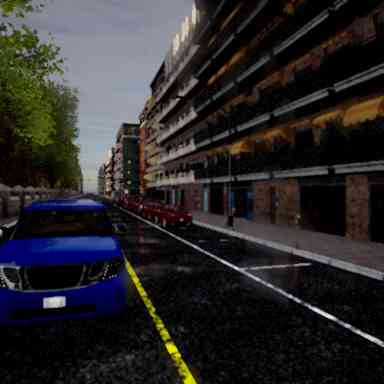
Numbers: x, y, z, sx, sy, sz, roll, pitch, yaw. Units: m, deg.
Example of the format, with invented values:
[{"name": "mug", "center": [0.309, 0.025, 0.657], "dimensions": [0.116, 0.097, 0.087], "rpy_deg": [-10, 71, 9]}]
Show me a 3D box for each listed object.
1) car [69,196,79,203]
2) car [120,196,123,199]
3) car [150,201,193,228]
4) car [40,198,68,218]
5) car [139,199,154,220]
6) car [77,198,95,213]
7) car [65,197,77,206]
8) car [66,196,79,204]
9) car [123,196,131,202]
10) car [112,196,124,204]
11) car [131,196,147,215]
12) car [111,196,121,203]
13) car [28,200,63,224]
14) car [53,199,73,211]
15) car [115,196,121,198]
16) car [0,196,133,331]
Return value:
[{"name": "car", "center": [-24.137, 1.547, 68.055], "dimensions": [1.752, 1.417, 4.829], "rpy_deg": [0, 0, -17]}, {"name": "car", "center": [-7.901, 1.441, 43.774], "dimensions": [1.967, 1.590, 4.097], "rpy_deg": [0, 0, -17]}, {"name": "car", "center": [-1.280, 1.540, 22.249], "dimensions": [1.887, 1.381, 4.507], "rpy_deg": [0, 0, -17]}, {"name": "car", "center": [-12.601, 1.438, 30.546], "dimensions": [1.967, 1.590, 4.097], "rpy_deg": [0, 0, -17]}, {"name": "car", "center": [-2.936, 1.541, 27.630], "dimensions": [1.887, 1.381, 4.507], "rpy_deg": [0, 0, -17]}, {"name": "car", "center": [-11.961, 1.505, 37.619], "dimensions": [1.837, 1.490, 4.892], "rpy_deg": [0, 0, -17]}, {"name": "car", "center": [-20.827, 1.536, 57.292], "dimensions": [1.752, 1.417, 4.829], "rpy_deg": [0, 0, -17]}, {"name": "car", "center": [-22.531, 1.567, 62.836], "dimensions": [2.008, 1.369, 4.403], "rpy_deg": [0, 0, -17]}, {"name": "car", "center": [-6.247, 1.315, 38.392], "dimensions": [2.192, 1.841, 5.009], "rpy_deg": [0, 0, -17]}, {"name": "car", "center": [-14.522, 1.582, 65.300], "dimensions": [1.947, 1.339, 4.313], "rpy_deg": [0, 0, -17]}, {"name": "car", "center": [-4.591, 1.438, 33.011], "dimensions": [1.967, 1.590, 4.097], "rpy_deg": [0, 0, -17]}, {"name": "car", "center": [-16.228, 1.548, 70.845], "dimensions": [1.752, 1.417, 4.829], "rpy_deg": [0, 0, -17]}, {"name": "car", "center": [-10.946, 1.437, 25.166], "dimensions": [1.967, 1.590, 4.097], "rpy_deg": [0, 0, -17]}, {"name": "car", "center": [-15.911, 1.552, 41.310], "dimensions": [2.008, 1.369, 4.403], "rpy_deg": [0, 0, -17]}, {"name": "car", "center": [-12.867, 1.451, 59.918], "dimensions": [1.967, 1.590, 4.097], "rpy_deg": [0, 0, -17]}, {"name": "car", "center": [-2.763, 1.218, 7.386], "dimensions": [2.150, 2.045, 5.566], "rpy_deg": [0, 0, -17]}]
